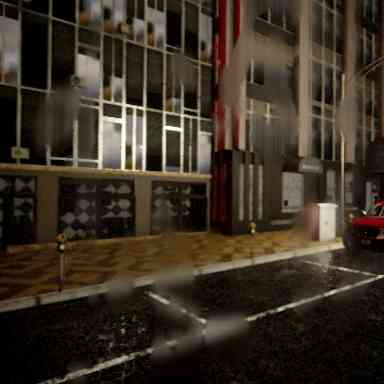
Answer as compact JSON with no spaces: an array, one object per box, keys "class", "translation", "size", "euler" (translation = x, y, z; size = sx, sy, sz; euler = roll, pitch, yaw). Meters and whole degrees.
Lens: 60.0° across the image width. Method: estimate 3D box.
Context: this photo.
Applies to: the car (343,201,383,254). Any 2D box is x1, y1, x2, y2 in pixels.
[{"class":"car","translation":[7.478,1.232,11.843],"size":[5.009,1.841,2.192],"euler":[0,1,-36]}]
